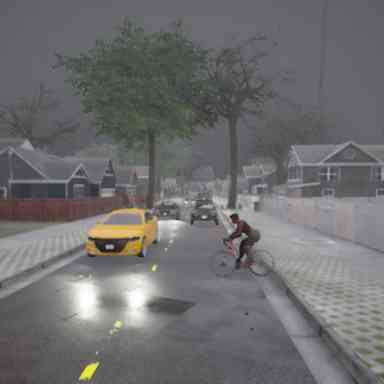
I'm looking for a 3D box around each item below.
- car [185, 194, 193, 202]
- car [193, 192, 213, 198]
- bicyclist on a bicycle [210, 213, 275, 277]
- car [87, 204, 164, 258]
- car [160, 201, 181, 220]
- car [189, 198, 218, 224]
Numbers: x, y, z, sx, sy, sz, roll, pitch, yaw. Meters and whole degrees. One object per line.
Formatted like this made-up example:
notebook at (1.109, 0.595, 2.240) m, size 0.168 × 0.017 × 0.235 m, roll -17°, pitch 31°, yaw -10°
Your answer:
car at (-0.404, 1.205, 69.237) m, size 1.837 × 1.490 × 4.892 m, roll 0°, pitch 0°, yaw 2°
car at (1.556, 1.041, 43.643) m, size 2.150 × 2.045 × 5.566 m, roll 0°, pitch 0°, yaw 2°
bicyclist on a bicycle at (1.262, 1.361, 8.450) m, size 1.656 × 1.620 × 0.582 m, roll -2°, pitch 0°, yaw 2°
car at (-2.454, 1.425, 12.802) m, size 1.882 × 1.535 × 5.008 m, roll 0°, pitch 0°, yaw 2°
car at (-1.944, 1.455, 26.892) m, size 1.994 × 1.385 × 4.181 m, roll 0°, pitch 0°, yaw 2°
car at (0.876, 1.430, 23.782) m, size 1.812 × 1.442 × 4.674 m, roll 0°, pitch 0°, yaw 2°
